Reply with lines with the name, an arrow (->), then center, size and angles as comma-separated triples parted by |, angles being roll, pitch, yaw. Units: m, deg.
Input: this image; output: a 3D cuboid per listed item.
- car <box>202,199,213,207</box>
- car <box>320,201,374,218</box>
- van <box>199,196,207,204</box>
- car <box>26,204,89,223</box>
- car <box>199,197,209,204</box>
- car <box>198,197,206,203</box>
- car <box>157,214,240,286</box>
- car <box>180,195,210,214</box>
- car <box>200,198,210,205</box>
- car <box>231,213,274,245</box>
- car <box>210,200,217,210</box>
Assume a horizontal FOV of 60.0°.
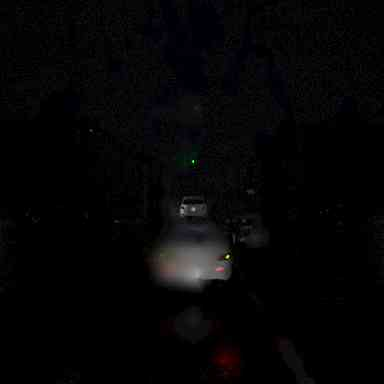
car -> 2.676, 1.968, 59.178 | 1.802, 1.307, 4.206 | -1, 0, 0
car -> 14.183, 1.602, 30.557 | 4.674, 1.442, 1.812 | 0, 1, -2
van -> 2.692, 1.877, 81.309 | 1.690, 1.788, 3.998 | -1, 0, 0
car -> -11.114, 1.770, 27.632 | 4.902, 1.511, 2.128 | 0, 1, 0
car -> 2.689, 1.938, 75.776 | 1.967, 1.590, 4.097 | -1, 0, 0
car -> 2.706, 2.161, 92.373 | 2.008, 1.369, 4.403 | -1, 0, 0
car -> 0.089, 1.584, 9.477 | 1.812, 1.442, 4.674 | 0, 0, 0
car -> 0.118, 1.408, 28.772 | 2.150, 2.045, 5.566 | 0, 0, 0
car -> 2.686, 2.005, 70.243 | 1.887, 1.381, 4.507 | -1, 0, 0
car -> 2.635, 1.648, 15.669 | 2.008, 1.369, 4.403 | -1, 0, 0
car -> 2.665, 1.856, 48.113 | 1.887, 1.381, 4.507 | -1, 0, 0
